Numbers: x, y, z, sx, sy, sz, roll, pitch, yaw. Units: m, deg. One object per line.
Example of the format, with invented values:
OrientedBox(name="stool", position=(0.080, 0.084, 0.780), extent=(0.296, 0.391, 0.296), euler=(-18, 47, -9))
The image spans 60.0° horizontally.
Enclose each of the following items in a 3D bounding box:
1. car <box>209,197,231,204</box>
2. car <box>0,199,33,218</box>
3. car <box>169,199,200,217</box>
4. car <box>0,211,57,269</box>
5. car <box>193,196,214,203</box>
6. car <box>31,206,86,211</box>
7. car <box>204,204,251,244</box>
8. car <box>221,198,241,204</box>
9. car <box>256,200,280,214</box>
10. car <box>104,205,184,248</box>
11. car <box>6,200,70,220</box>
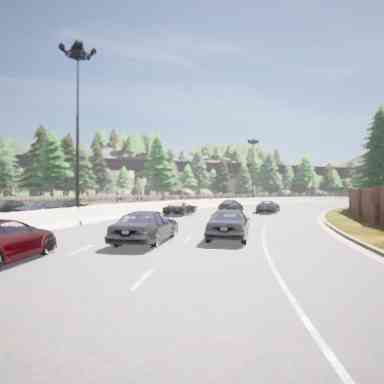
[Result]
OrientedBox(name="car", position=(5.499, 1.579, 64.932), extent=(1.895, 1.301, 4.718), euler=(0, 0, 38))
OrientedBox(name="car", position=(-16.603, 1.438, 29.522), extent=(1.812, 1.442, 4.674), euler=(0, 0, 16))
OrientedBox(name="car", position=(-1.062, 1.576, 31.592), extent=(1.895, 1.301, 4.718), euler=(0, 0, 20))
OrientedBox(name="car", position=(-6.078, 1.532, 10.469), extent=(1.994, 1.385, 4.181), euler=(0, 0, 6))
OrientedBox(name="car", position=(2.314, 1.563, 66.550), extent=(1.895, 1.301, 4.718), euler=(0, 0, 37))
OrientedBox(name="car", position=(-10.304, 1.418, 26.045), extent=(1.882, 1.535, 5.008), euler=(0, 0, 16))
OrientedBox(name="car", position=(1.785, 1.544, 15.943), extent=(2.033, 1.411, 5.357), euler=(0, 0, 11))
OrientedBox(name="car", position=(4.098, 1.519, 35.067), extent=(1.812, 1.442, 4.674), euler=(0, 0, 22))
OrientedBox(name="car", position=(8.205, 1.574, 35.687), extent=(1.994, 1.385, 4.181), euler=(0, 0, 24))
OrientedBox(name="car", position=(-2.000, 1.529, 14.658), extent=(2.033, 1.411, 5.357), euler=(0, 0, 10))
OrientedBox(name="car", position=(-13.184, 1.474, 28.928), extent=(2.033, 1.411, 5.357), euler=(0, 0, 16))
